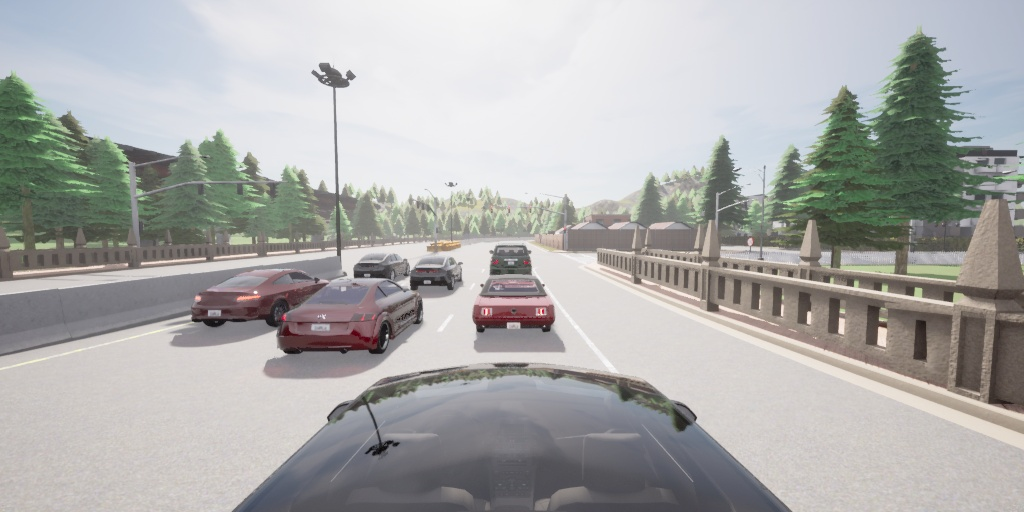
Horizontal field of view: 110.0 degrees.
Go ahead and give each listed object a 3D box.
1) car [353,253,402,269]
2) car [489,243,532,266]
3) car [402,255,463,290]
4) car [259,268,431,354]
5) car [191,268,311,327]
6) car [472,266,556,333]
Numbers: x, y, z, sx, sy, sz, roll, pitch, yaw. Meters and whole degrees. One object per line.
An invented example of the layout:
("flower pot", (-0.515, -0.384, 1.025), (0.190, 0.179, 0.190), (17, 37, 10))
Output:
("car", (-7.079, 0.552, 19.874), (1.837, 1.490, 4.892), (0, 3, -1))
("car", (-0.078, 0.274, 19.889), (2.150, 2.045, 5.566), (0, 3, -1))
("car", (-3.553, 0.703, 17.352), (1.837, 1.490, 4.892), (0, 3, -1))
("car", (-3.466, 1.197, 8.477), (1.994, 1.385, 4.181), (0, 2, 0))
("car", (-6.985, 1.080, 10.681), (1.812, 1.442, 4.674), (0, 2, -1))
("car", (0.022, 1.175, 10.178), (1.895, 1.301, 4.718), (0, 2, -1))
